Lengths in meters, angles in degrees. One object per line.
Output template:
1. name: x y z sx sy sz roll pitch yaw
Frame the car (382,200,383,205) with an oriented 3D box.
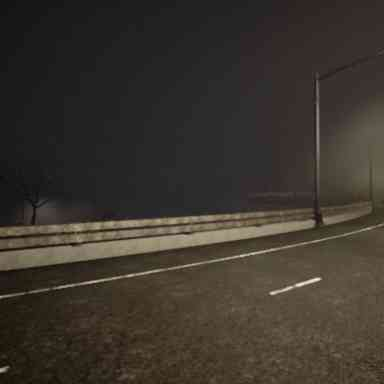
1. car: 35.396 1.563 59.184 1.812 1.442 4.674 0 0 16

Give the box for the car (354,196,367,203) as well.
1. car: 39.732 1.782 78.341 1.837 1.490 4.892 0 0 8
